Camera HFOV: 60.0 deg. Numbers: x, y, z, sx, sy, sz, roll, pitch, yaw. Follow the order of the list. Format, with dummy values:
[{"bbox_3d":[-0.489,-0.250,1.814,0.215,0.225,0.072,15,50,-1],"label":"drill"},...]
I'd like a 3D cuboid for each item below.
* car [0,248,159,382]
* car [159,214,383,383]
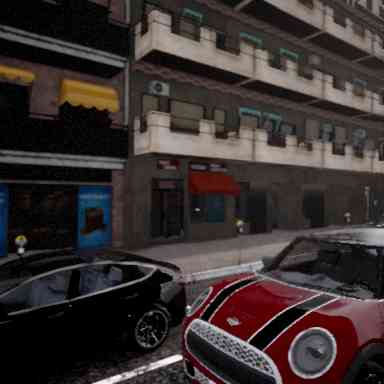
[{"bbox_3d":[-2.066,1.565,4.613,4.313,1.339,1.947,0,1,-36],"label":"car"},{"bbox_3d":[2.092,1.345,4.531,4.553,1.767,2.097,0,0,-35],"label":"car"}]
